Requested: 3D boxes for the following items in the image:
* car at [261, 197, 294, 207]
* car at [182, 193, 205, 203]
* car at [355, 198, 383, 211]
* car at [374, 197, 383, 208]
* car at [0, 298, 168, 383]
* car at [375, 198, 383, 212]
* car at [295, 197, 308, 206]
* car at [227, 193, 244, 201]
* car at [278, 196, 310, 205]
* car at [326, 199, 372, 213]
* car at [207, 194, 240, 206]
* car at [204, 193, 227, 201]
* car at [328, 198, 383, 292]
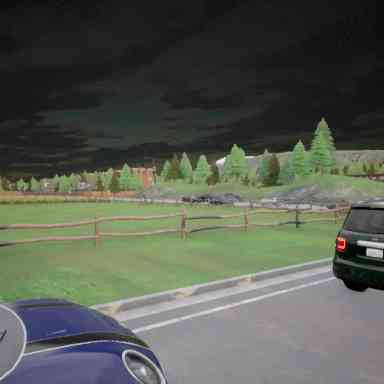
[{"bbox_3d":[12.527,1.526,50.479,1.812,1.442,4.674,0,0,-36],"label":"car"},{"bbox_3d":[-0.084,1.480,67.828,1.882,1.535,5.008,0,0,-36],"label":"car"},{"bbox_3d":[23.272,1.526,41.766,1.812,1.442,4.674,0,0,-37],"label":"car"},{"bbox_3d":[28.470,1.478,46.498,1.882,1.535,5.008,0,0,-36],"label":"car"},{"bbox_3d":[-2.344,1.352,2.070,4.553,1.767,2.097,0,0,-36],"label":"car"},{"bbox_3d":[22.987,1.505,36.282,1.837,1.490,4.892,0,0,-37],"label":"car"},{"bbox_3d":[16.745,1.525,56.576,1.812,1.442,4.674,0,0,-36],"label":"car"},{"bbox_3d":[7.826,1.513,68.882,2.128,1.511,4.902,0,0,-36],"label":"car"},{"bbox_3d":[18.389,1.547,60.282,2.033,1.411,5.357,0,0,-36],"label":"car"},{"bbox_3d":[17.672,1.564,37.554,1.994,1.385,4.181,0,0,-36],"label":"car"},{"bbox_3d":[5.146,1.504,54.637,1.837,1.490,4.892,0,0,-36],"label":"car"},{"bbox_3d":[4.062,1.222,68.087,2.150,2.045,5.566,0,0,-36],"label":"car"},{"bbox_3d":[5.552,1.221,7.728,5.566,2.045,2.150,0,0,-36],"label":"car"}]
